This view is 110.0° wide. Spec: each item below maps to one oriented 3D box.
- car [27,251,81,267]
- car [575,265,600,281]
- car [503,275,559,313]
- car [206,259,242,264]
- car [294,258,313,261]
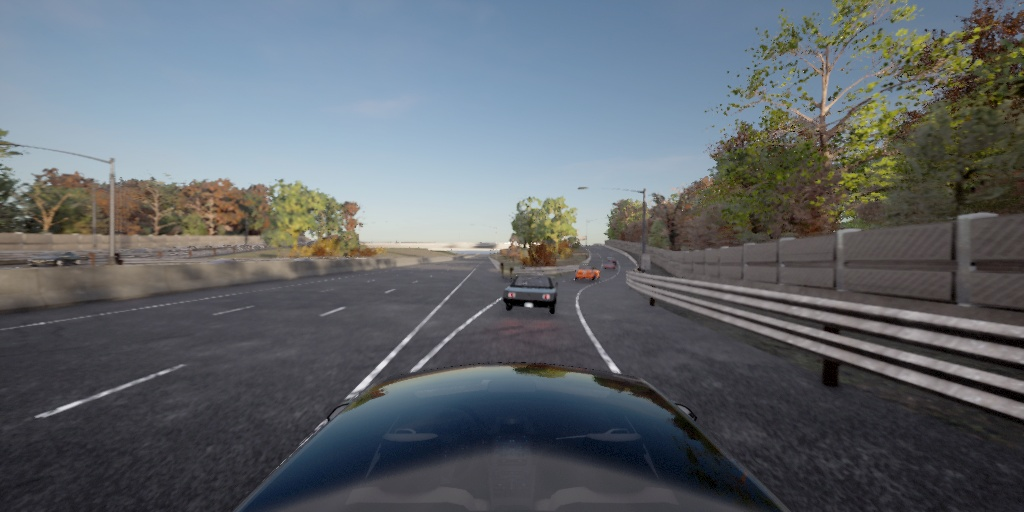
[{"bbox_3d":[-44.400,0.280,34.940,1.837,1.490,4.892,0,1,-28],"label":"car"},{"bbox_3d":[8.509,1.826,40.013,2.097,1.767,4.553,1,-1,22],"label":"car"},{"bbox_3d":[0.936,1.412,14.652,1.895,1.301,4.718,2,0,9],"label":"car"},{"bbox_3d":[-30.862,1.034,38.315,2.033,1.411,5.357,0,0,-3],"label":"car"},{"bbox_3d":[-31.902,1.016,54.563,1.812,1.442,4.674,1,0,-3],"label":"car"}]
